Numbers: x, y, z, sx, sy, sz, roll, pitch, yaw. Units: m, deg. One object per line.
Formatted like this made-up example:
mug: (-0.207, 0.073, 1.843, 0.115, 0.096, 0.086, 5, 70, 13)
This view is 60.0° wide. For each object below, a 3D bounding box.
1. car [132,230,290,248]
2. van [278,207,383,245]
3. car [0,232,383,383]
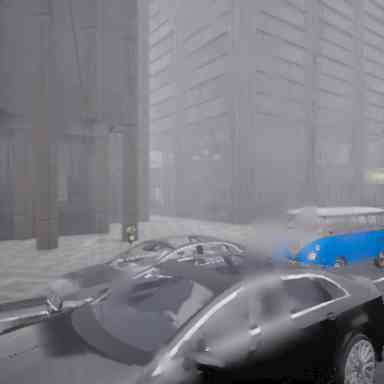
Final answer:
car: (-0.387, 1.550, 6.369, 4.403, 1.369, 2.008, 0, 0, -35)
van: (4.210, 1.341, 9.631, 3.998, 1.788, 1.690, 0, 0, -35)
car: (0.142, 1.491, 3.476, 4.902, 1.511, 2.128, 0, 0, -35)
